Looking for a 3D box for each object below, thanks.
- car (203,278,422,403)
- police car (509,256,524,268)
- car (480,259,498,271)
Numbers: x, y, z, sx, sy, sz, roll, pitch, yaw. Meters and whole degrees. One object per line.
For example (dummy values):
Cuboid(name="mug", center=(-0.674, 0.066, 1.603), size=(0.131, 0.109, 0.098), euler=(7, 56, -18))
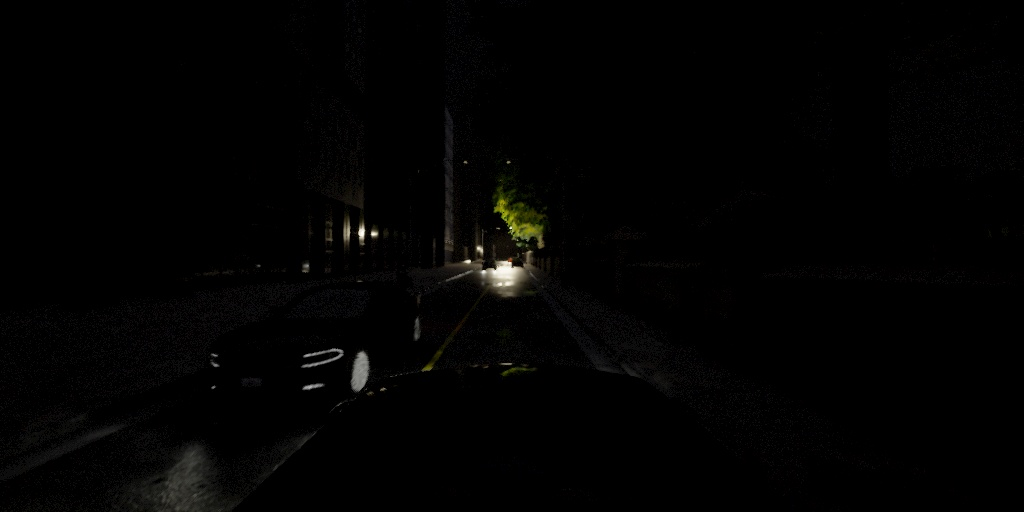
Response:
Cuboid(name="car", center=(-3.101, 1.230, 6.766), size=(1.882, 1.535, 5.008), euler=(0, 0, 0))
Cuboid(name="police car", center=(0.887, 1.138, 58.701), size=(1.930, 1.638, 5.238), euler=(0, 0, 0))
Cuboid(name="car", center=(-3.079, 1.254, 49.635), size=(1.812, 1.442, 4.674), euler=(0, 0, 0))
